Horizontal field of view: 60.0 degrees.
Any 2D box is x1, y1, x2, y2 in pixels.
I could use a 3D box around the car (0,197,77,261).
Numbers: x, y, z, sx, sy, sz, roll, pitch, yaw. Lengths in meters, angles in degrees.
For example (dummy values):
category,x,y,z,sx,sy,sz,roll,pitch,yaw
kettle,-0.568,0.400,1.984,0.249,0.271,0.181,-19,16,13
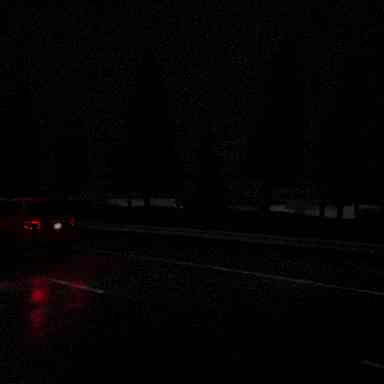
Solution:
category,x,y,z,sx,sy,sz,roll,pitch,yaw
car,-6.809,1.206,12.431,5.566,2.045,2.150,0,0,30
